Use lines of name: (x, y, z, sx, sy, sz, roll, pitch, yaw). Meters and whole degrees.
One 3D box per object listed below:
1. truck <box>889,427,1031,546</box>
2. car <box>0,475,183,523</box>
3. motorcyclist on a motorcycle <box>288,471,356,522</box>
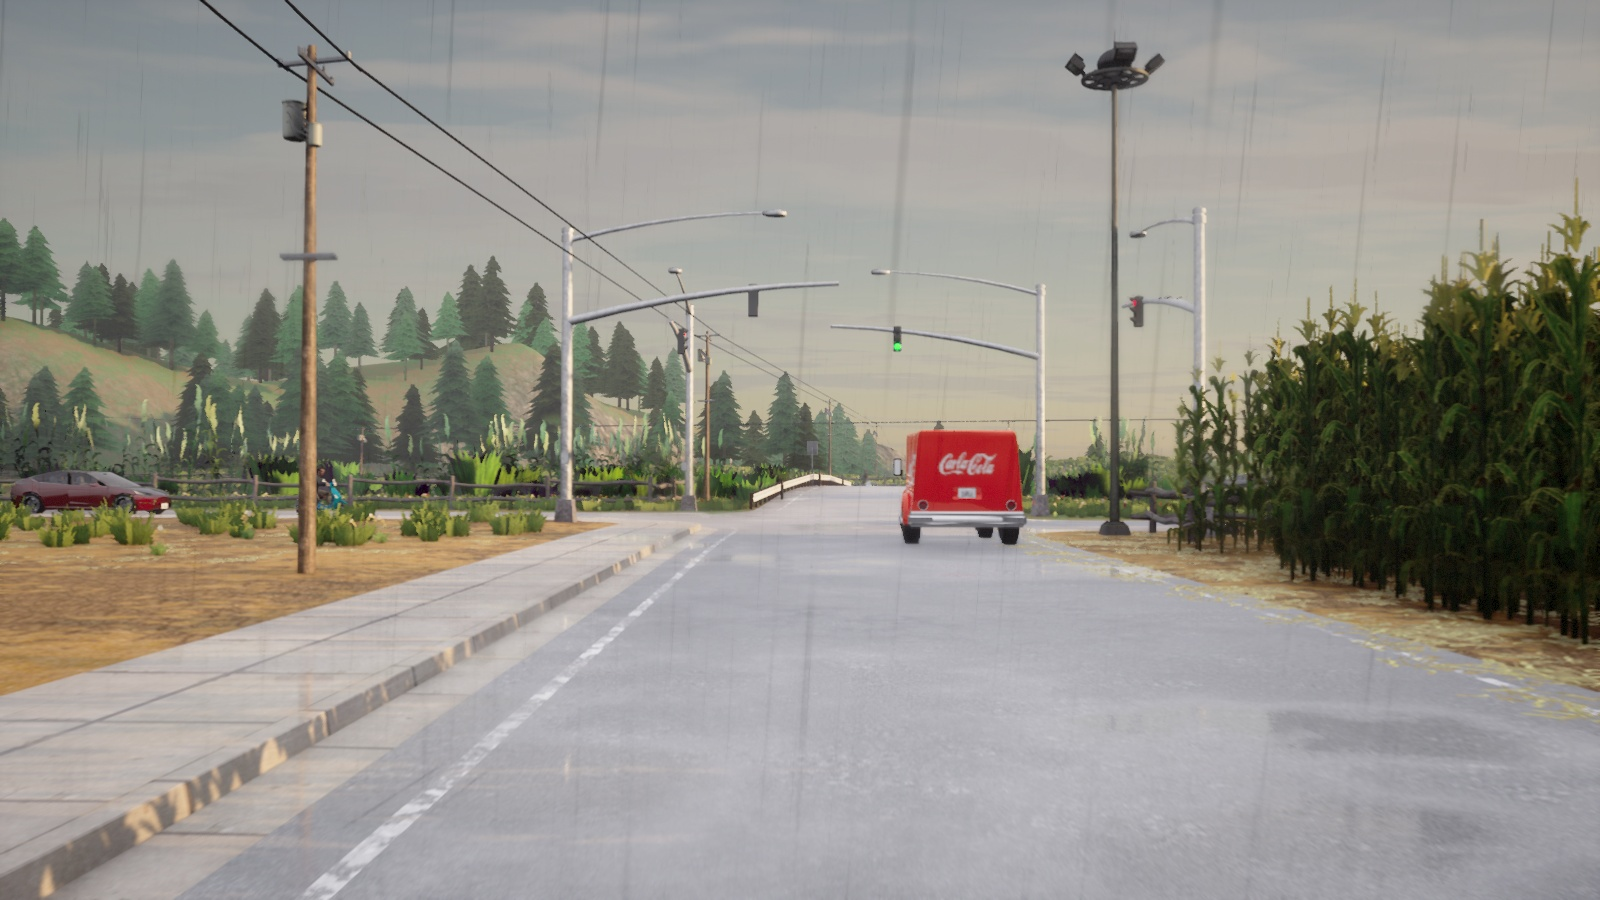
truck: (3.509, 0.803, 28.698, 2.627, 2.467, 5.204, 0, -1, 1)
car: (-22.878, 1.563, 40.637, 4.792, 1.488, 2.163, 0, -1, 3)
motorcyclist on a motorcycle: (-15.321, 1.480, 40.269, 1.817, 1.590, 0.866, 0, -1, 3)
